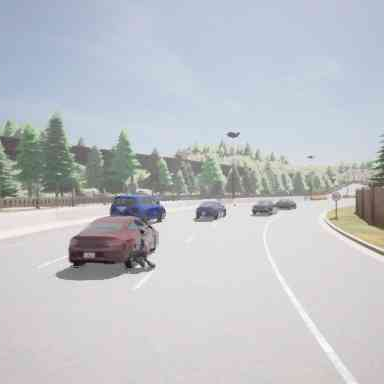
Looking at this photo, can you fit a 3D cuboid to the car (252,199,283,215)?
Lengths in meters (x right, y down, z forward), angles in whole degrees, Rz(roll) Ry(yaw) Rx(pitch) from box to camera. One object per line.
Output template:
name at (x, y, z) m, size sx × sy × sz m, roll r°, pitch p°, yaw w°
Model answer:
car at (7.445, 1.547, 33.627) m, size 2.033 × 1.411 × 5.357 m, roll 0°, pitch 0°, yaw 24°

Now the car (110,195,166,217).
car at (-3.636, 1.222, 22.978) m, size 2.150 × 2.045 × 5.566 m, roll 0°, pitch 0°, yaw 15°

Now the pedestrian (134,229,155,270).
pedestrian at (-1.361, 1.574, 9.578) m, size 0.375 × 1.300 × 0.375 m, roll 0°, pitch 0°, yaw 7°

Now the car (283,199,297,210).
car at (12.168, 1.564, 43.167) m, size 1.994 × 1.385 × 4.181 m, roll 0°, pitch 0°, yaw 32°

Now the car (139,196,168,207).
car at (-6.112, 1.477, 53.622) m, size 1.882 × 1.535 × 5.008 m, roll 0°, pitch 0°, yaw 31°

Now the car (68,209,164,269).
car at (-2.429, 1.526, 11.146) m, size 1.812 × 1.442 × 4.674 m, roll 0°, pitch 0°, yaw 7°

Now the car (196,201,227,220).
car at (1.675, 1.526, 28.334) m, size 1.812 × 1.442 × 4.674 m, roll 0°, pitch 0°, yaw 19°
